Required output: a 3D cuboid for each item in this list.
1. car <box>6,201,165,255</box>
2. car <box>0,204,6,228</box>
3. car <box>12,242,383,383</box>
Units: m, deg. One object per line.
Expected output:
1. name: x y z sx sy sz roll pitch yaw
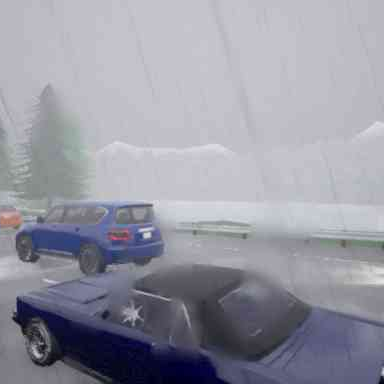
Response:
1. car: -3.421 1.306 10.728 5.566 2.045 2.150 0 0 35
2. car: -12.991 1.565 21.265 4.553 1.767 2.097 -1 0 32
3. car: -0.242 1.624 4.165 4.718 1.301 1.895 -1 0 36
